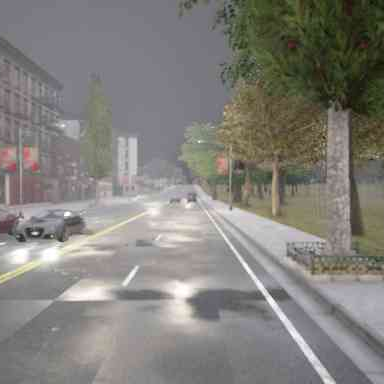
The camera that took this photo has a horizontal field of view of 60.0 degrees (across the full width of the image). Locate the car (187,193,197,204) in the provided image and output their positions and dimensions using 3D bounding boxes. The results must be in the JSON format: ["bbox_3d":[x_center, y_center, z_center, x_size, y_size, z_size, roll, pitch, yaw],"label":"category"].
[{"bbox_3d":[-0.015,1.434,64.019,1.837,1.490,4.892,0,0,0],"label":"car"}]

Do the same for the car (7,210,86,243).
[{"bbox_3d":[-6.569,1.542,15.902,1.994,1.385,4.181,0,0,0],"label":"car"}]

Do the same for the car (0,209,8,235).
[{"bbox_3d":[-9.821,1.503,15.513,1.812,1.442,4.674,0,0,0],"label":"car"}]

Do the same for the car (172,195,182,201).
[{"bbox_3d":[-3.267,1.336,73.634,1.895,1.301,4.718,0,1,0],"label":"car"}]

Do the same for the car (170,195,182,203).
[{"bbox_3d":[-3.265,1.451,64.848,1.812,1.442,4.674,0,0,0],"label":"car"}]
